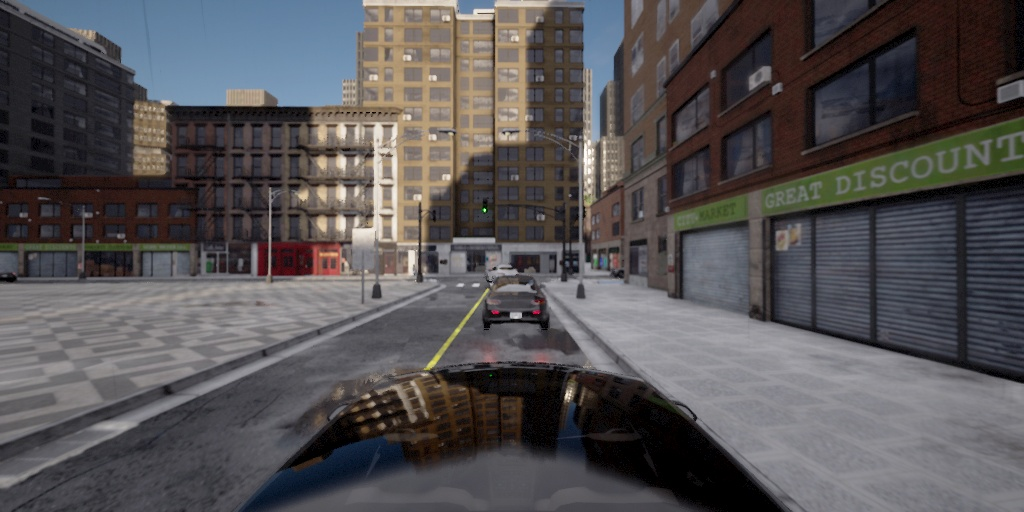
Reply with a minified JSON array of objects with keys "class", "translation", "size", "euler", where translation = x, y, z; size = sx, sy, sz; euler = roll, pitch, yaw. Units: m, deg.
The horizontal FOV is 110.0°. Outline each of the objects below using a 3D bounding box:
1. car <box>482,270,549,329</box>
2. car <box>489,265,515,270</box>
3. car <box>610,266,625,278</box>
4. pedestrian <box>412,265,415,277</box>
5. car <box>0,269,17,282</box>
[{"class":"car","translation":[0.103,1.327,11.306],"size":[1.812,1.442,4.674],"euler":[0,0,0]},{"class":"car","translation":[-0.731,1.407,27.164],"size":[1.812,1.442,4.674],"euler":[0,0,-14]},{"class":"car","translation":[11.655,1.332,34.066],"size":[4.674,1.442,1.812],"euler":[-1,0,-2]},{"class":"pedestrian","translation":[-10.123,1.166,36.850],"size":[0.375,1.860,0.375],"euler":[0,0,-1]},{"class":"car","translation":[-49.158,1.811,33.350],"size":[4.181,1.385,1.994],"euler":[0,0,0]}]
